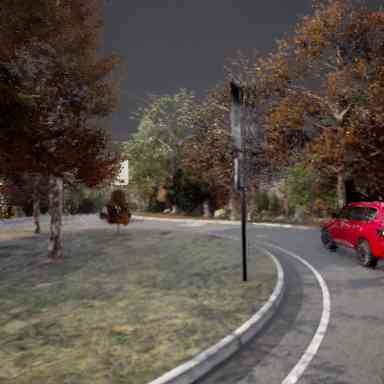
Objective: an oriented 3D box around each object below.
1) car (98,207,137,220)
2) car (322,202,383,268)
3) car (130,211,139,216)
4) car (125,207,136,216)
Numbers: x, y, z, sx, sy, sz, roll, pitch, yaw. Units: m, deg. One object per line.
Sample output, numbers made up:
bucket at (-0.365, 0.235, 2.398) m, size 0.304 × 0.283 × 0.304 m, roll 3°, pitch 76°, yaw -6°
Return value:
car at (-7.762, 2.076, 33.046) m, size 2.128 × 1.511 × 4.902 m, roll -1°, pitch 0°, yaw -36°
car at (6.529, 1.353, 11.955) m, size 2.150 × 2.045 × 5.566 m, roll -1°, pitch 0°, yaw 3°
car at (-15.971, 5.995, 92.377) m, size 1.812 × 1.442 × 4.674 m, roll -1°, pitch -5°, yaw -3°
car at (-15.192, 4.874, 82.043) m, size 2.150 × 2.045 × 5.566 m, roll -1°, pitch -5°, yaw -5°
